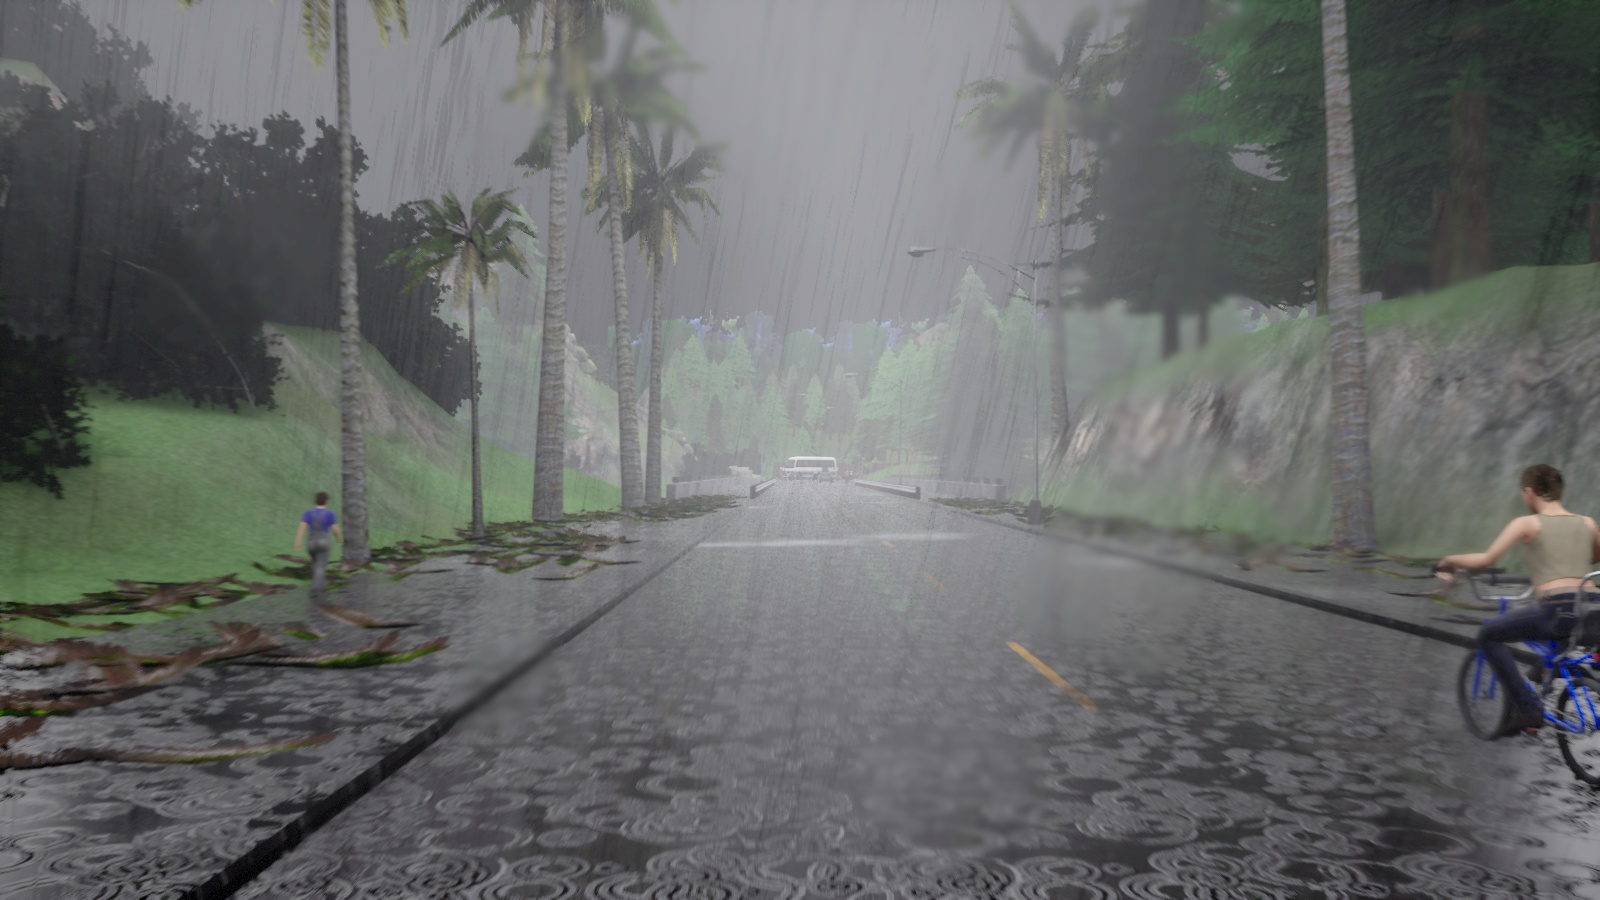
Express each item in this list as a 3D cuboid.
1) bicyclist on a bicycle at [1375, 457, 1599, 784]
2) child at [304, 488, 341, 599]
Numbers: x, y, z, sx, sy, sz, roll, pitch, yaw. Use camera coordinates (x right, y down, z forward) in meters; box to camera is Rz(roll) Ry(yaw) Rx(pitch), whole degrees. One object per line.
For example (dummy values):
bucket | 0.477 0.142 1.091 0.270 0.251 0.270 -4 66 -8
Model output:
bicyclist on a bicycle | 3.974 0.853 6.956 0.866 1.612 1.509 0 -1 0
child | -5.547 1.071 14.594 0.270 1.263 0.437 0 -1 -1
